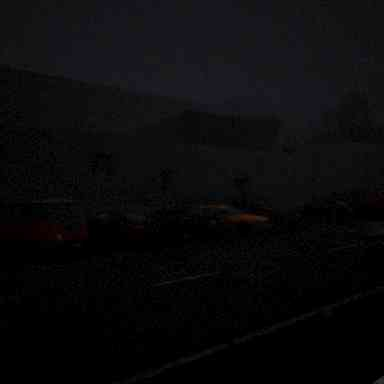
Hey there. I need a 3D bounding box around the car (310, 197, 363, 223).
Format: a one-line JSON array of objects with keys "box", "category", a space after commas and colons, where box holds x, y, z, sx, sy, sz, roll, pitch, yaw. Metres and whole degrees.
[{"box": [8.807, 1.261, 22.892, 4.674, 1.452, 2.002, -1, 0, 34], "category": "car"}]

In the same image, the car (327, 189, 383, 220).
[{"box": [11.201, 0.915, 24.641, 5.566, 2.045, 2.435, -1, 0, 34], "category": "car"}]

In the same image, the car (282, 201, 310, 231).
[{"box": [3.971, 1.353, 19.414, 4.792, 1.488, 2.163, -1, 0, 35], "category": "car"}]

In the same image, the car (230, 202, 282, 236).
[{"box": [1.671, 1.361, 17.597, 5.366, 1.575, 1.946, -1, 0, 34], "category": "car"}]

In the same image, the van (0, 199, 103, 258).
[{"box": [-5.675, 1.245, 12.439, 4.442, 1.987, 1.878, -1, -1, 35], "category": "van"}]

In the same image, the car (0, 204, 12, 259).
[{"box": [-8.183, 1.371, 10.745, 4.553, 1.767, 2.185, -1, 0, 34], "category": "car"}]

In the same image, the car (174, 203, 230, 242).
[{"box": [-0.942, 1.439, 15.976, 4.792, 1.488, 2.163, -1, 0, 35], "category": "car"}]

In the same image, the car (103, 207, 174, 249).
[{"box": [-3.343, 1.481, 14.225, 4.674, 1.452, 2.002, -1, 0, 35], "category": "car"}]
